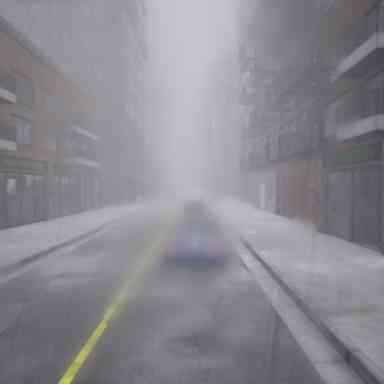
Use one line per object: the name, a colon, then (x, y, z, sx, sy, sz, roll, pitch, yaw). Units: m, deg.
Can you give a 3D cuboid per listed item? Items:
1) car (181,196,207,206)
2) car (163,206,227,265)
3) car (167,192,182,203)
car: (0.297, 1.132, 29.470, 1.882, 1.535, 5.008, 0, 1, 1)
car: (0.118, 1.414, 11.052, 2.033, 1.411, 5.357, 0, 1, 1)
car: (-2.618, 0.735, 51.791, 2.097, 1.767, 4.553, 0, 1, 1)
